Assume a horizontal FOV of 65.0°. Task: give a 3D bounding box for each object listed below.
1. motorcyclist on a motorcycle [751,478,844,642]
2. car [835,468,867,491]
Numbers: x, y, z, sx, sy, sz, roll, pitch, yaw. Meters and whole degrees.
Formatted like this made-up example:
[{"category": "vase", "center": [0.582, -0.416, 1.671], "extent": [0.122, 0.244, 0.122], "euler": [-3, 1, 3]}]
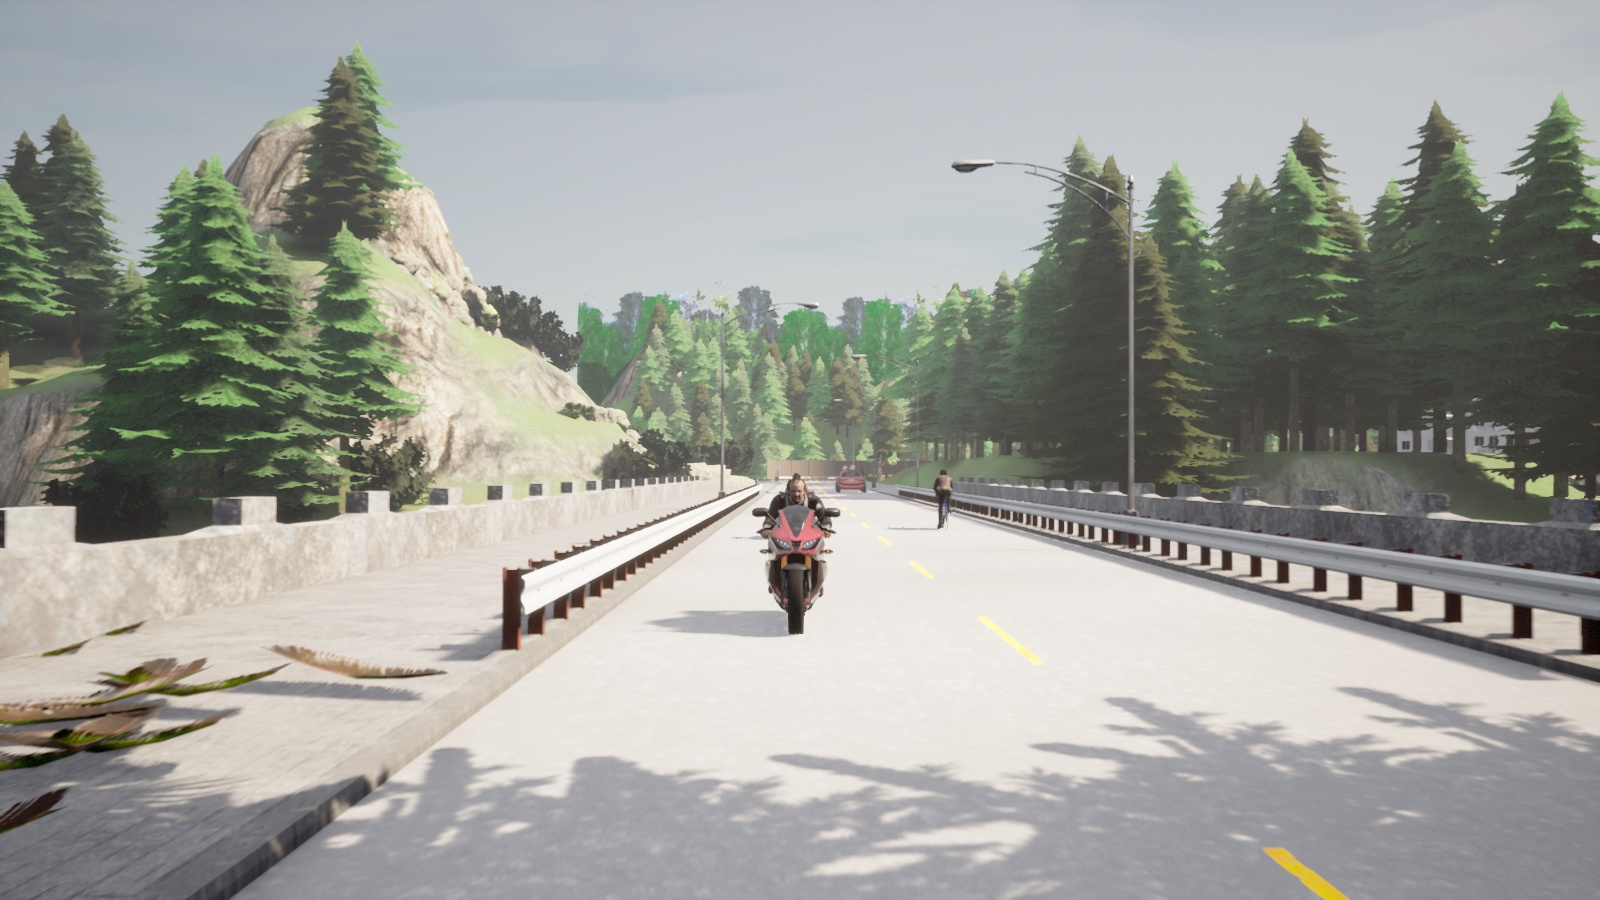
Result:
[{"category": "motorcyclist on a motorcycle", "center": [-0.030, 1.065, 12.857], "extent": [0.866, 1.530, 2.191], "euler": [0, -2, 0]}, {"category": "car", "center": [3.782, 2.221, 94.210], "extent": [2.242, 1.667, 4.611], "euler": [0, -1, 0]}]
